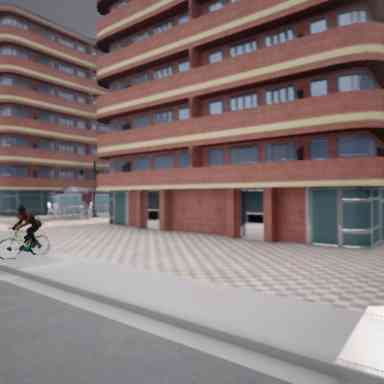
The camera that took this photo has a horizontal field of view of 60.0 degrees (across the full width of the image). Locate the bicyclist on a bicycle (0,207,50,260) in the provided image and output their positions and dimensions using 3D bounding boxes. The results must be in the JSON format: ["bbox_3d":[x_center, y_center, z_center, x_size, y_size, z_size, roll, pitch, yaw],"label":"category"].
[{"bbox_3d":[-5.265,1.289,10.532,0.582,1.620,1.656,0,-1,37],"label":"bicyclist on a bicycle"}]
